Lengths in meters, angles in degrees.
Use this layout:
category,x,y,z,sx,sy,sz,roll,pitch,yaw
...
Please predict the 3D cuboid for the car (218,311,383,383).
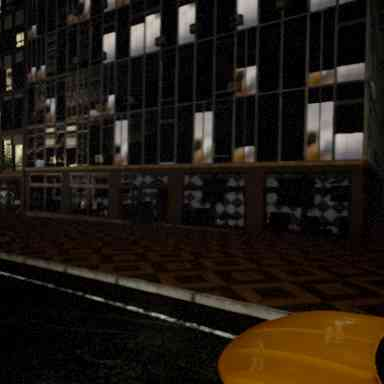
category,x,y,z,sx,sy,sz,roll,pitch,yaw
car,2.465,1.482,1.854,5.008,1.535,1.882,1,0,36
